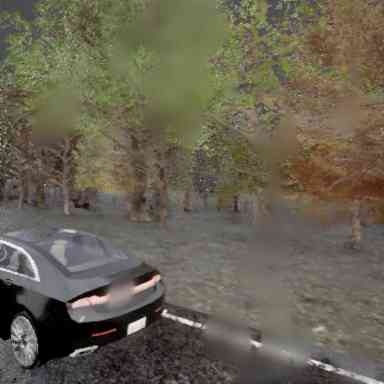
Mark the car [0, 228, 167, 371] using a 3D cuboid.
[{"bbox_3d":[-2.656,1.372,5.587,4.902,1.511,2.128,3,2,36],"label":"car"}]
